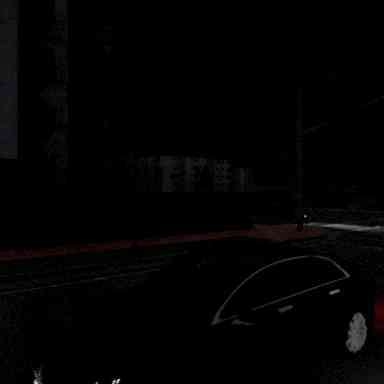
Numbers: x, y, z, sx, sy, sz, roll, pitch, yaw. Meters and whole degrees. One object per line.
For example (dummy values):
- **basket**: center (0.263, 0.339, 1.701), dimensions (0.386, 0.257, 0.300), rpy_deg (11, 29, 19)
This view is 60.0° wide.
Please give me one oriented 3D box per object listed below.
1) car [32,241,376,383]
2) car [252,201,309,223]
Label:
- **car**: center (0.574, 1.504, 4.416), dimensions (4.892, 1.490, 1.837), rpy_deg (0, 0, -36)
- **car**: center (6.746, 1.491, 26.051), dimensions (2.128, 1.511, 4.902), rpy_deg (0, 0, -36)
